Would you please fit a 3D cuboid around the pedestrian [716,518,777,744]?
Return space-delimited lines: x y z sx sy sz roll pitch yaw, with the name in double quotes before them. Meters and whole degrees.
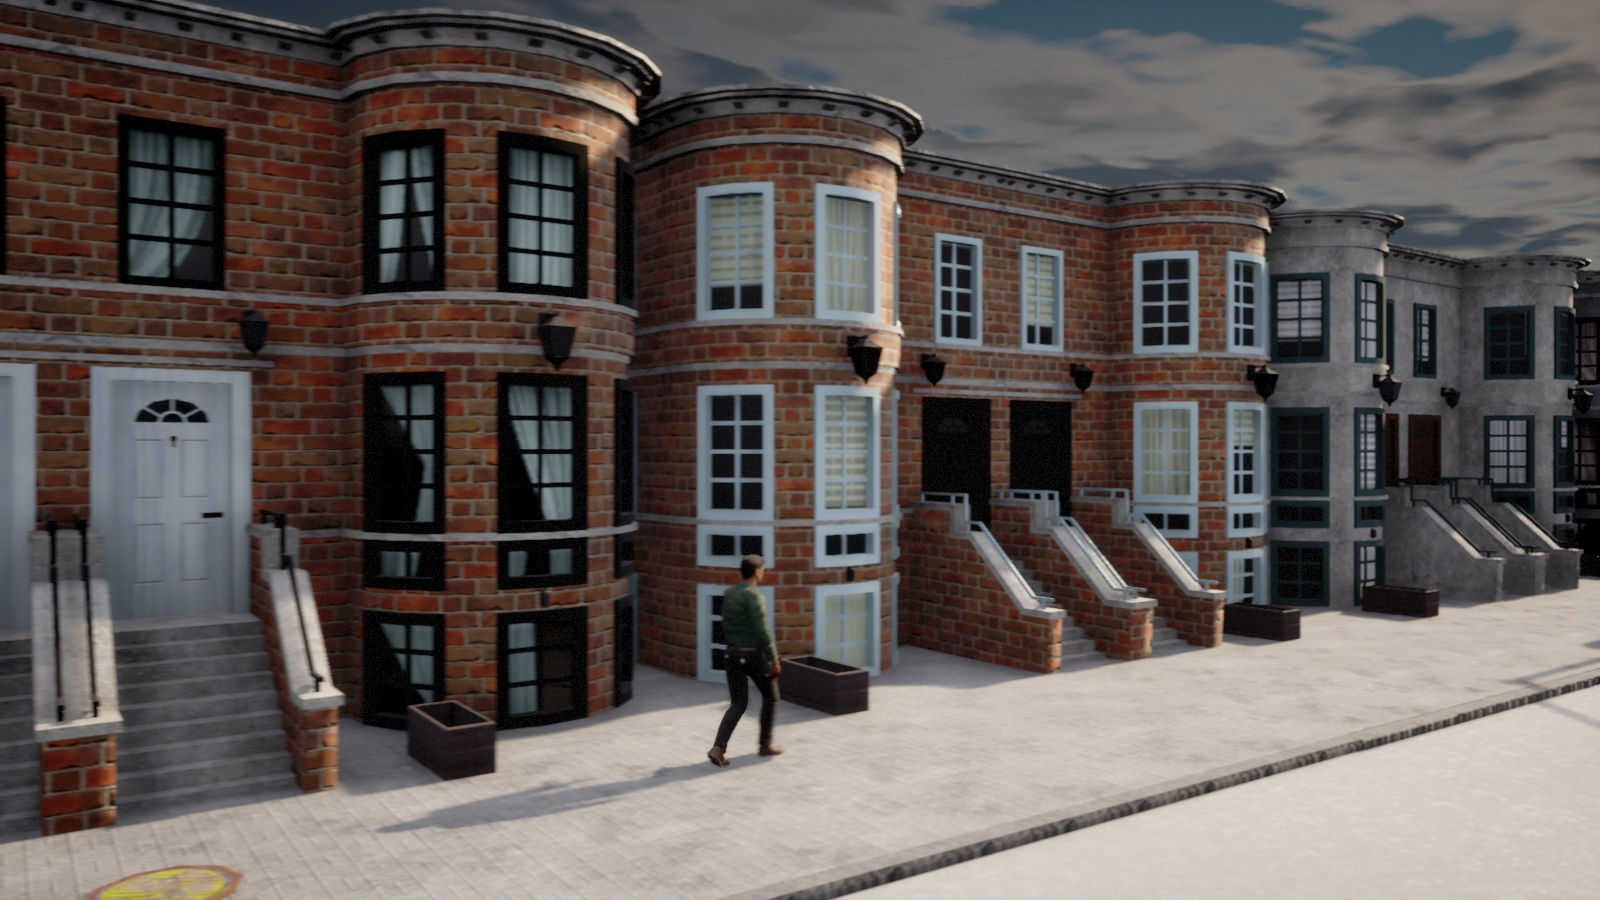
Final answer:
"pedestrian" -0.460 1.527 9.807 0.375 1.860 0.375 0 0 -43
